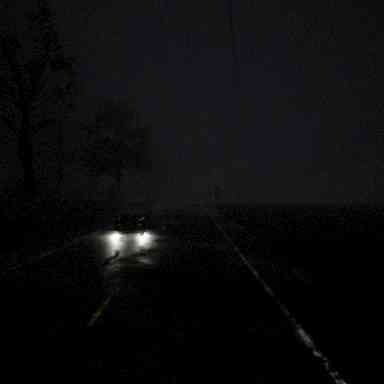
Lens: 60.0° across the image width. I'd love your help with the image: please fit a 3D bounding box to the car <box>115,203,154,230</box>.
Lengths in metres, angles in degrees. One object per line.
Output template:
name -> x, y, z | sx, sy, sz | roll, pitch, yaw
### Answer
car -> -3.599, 1.469, 21.412 | 1.882, 1.535, 5.008 | 0, 0, 0
